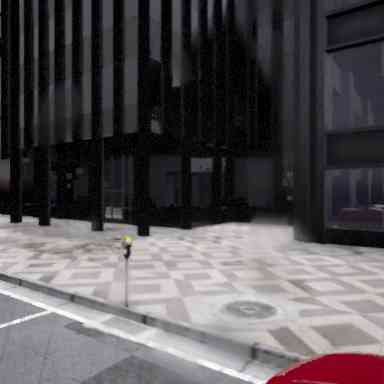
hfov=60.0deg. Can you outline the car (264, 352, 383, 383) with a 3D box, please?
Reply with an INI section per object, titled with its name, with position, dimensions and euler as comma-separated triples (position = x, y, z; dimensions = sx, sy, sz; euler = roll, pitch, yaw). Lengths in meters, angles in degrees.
[car]
position = 2.351, 1.541, 1.295
dimensions = 4.507, 1.381, 1.887
euler = 0, 0, 35
